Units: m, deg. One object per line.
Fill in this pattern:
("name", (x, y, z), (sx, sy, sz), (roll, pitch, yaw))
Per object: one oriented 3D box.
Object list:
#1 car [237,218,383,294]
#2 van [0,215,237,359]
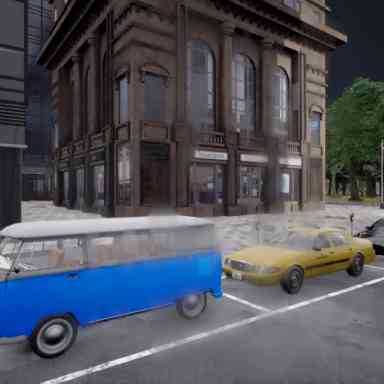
("car", (2.954, 1.525, 8.750), (4.829, 1.417, 1.752), (0, 0, -35))
("van", (-1.337, 1.341, 5.695), (3.998, 1.788, 1.690), (0, 0, -35))
